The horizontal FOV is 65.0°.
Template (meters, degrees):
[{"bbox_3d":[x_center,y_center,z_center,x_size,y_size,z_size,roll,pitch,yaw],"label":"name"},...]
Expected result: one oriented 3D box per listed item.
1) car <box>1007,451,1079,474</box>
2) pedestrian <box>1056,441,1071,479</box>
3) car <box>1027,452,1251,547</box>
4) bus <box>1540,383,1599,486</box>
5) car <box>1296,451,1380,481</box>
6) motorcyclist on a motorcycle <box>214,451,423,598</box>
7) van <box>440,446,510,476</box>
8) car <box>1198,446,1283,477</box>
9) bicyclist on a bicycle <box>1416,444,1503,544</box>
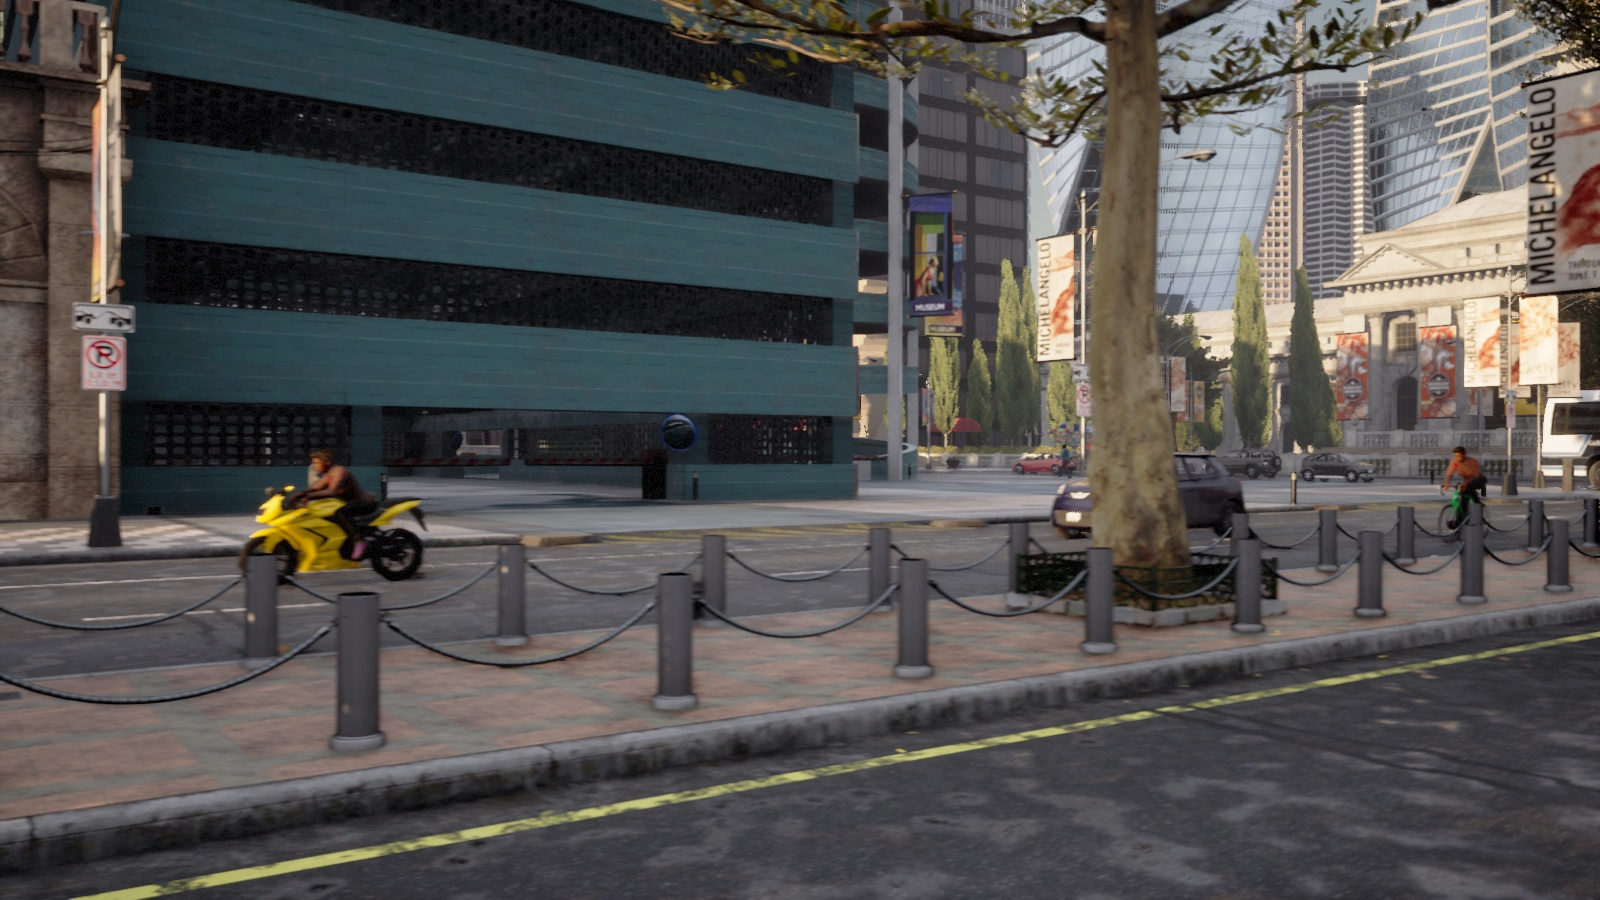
[{"bbox_3d":[16.871,0.854,87.404,4.514,1.525,2.007,0,0,41],"label":"car"},{"bbox_3d":[13.628,0.520,64.914,0.396,1.930,0.692,0,0,-37],"label":"pedestrian"},{"bbox_3d":[5.902,0.795,21.779,3.633,1.501,1.845,0,0,-35],"label":"car"},{"bbox_3d":[35.559,-0.598,50.120,3.944,4.253,10.273,1,-1,-18],"label":"bus"},{"bbox_3d":[28.681,0.812,67.018,1.789,1.549,3.705,0,0,-35],"label":"car"},{"bbox_3d":[-5.331,0.772,13.960,2.044,1.523,0.797,0,0,-35],"label":"motorcyclist on a motorcycle"},{"bbox_3d":[-22.553,0.751,87.191,4.442,1.987,1.775,0,0,-25],"label":"van"},{"bbox_3d":[26.635,0.675,76.078,1.932,1.855,4.605,0,0,-35],"label":"car"},{"bbox_3d":[11.109,0.721,21.138,1.656,1.620,0.582,0,0,-35],"label":"bicyclist on a bicycle"}]
